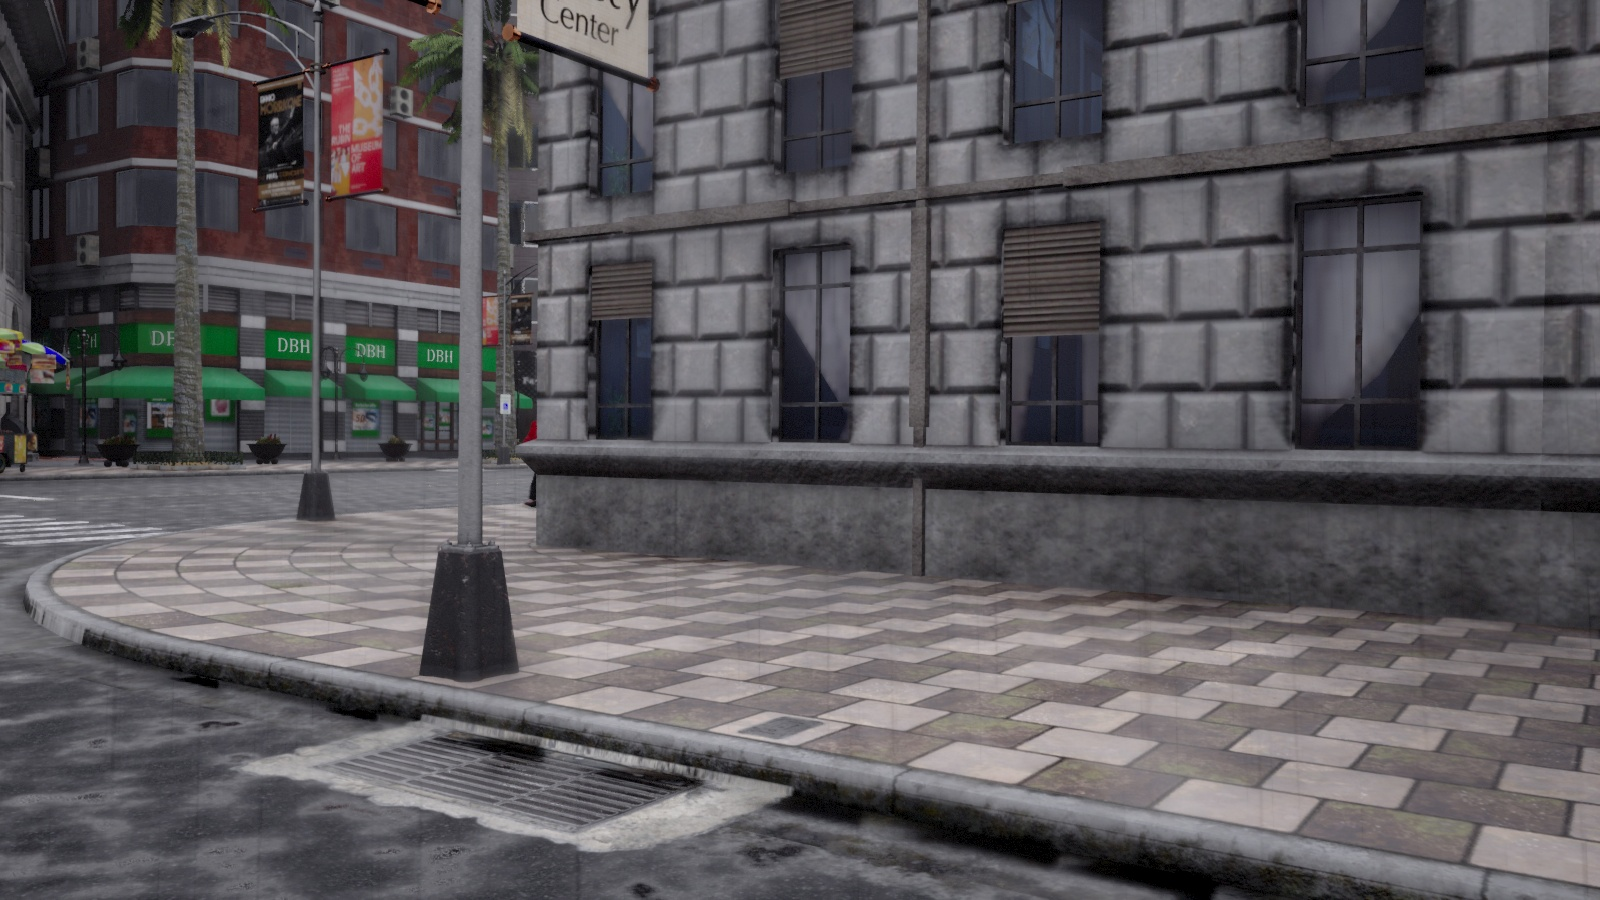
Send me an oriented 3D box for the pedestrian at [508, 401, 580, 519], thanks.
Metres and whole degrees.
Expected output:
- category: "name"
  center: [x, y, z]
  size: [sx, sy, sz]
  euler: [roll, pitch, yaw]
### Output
- category: "pedestrian"
  center: [-4.091, 0.151, 20.071]
  size: [0.634, 1.844, 0.899]
  euler: [0, 1, 42]
